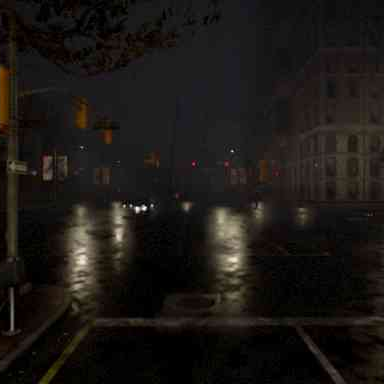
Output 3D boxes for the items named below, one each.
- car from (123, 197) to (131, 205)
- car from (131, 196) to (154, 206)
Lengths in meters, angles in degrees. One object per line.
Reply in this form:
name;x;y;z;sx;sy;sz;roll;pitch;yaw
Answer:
car;-11.442;1.562;61.708;2.033;1.411;5.357;0;0;0
car;-7.945;1.504;53.490;2.128;1.511;4.902;0;0;0
